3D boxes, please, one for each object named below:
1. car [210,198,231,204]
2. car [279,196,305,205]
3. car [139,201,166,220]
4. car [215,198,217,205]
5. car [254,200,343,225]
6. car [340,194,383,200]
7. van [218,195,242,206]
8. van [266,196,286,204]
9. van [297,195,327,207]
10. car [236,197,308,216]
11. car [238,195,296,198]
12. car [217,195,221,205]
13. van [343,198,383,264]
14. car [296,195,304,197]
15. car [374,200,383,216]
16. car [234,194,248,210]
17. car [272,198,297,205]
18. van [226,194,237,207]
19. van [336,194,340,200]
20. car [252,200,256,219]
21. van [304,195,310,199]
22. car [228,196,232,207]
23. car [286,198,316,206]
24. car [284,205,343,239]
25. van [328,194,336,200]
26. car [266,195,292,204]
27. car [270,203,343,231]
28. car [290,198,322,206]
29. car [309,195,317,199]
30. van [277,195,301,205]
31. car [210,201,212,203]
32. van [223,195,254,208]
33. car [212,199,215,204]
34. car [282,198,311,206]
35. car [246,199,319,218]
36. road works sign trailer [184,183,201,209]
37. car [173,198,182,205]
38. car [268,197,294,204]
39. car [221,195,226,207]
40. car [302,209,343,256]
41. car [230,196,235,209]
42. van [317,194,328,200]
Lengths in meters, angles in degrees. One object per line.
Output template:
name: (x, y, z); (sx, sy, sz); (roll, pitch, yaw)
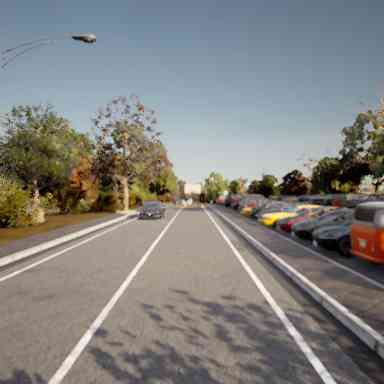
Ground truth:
car: (7.201, 2.248, 84.571); (5.366, 1.575, 1.946); (0, -1, 0)
car: (20.348, 1.776, 67.669); (4.553, 1.767, 2.185); (0, -1, 0)
car: (-3.284, 1.515, 28.247); (1.837, 1.490, 4.892); (0, 0, 0)
car: (7.278, 1.812, 62.380); (5.008, 1.535, 2.097); (0, -1, 0)
car: (6.872, 1.495, 20.761); (5.366, 1.575, 1.946); (0, 0, 0)
car: (20.195, 1.266, 37.343); (5.566, 2.045, 2.435); (0, 0, 0)
van: (7.403, 1.635, 65.159); (4.442, 1.987, 1.878); (0, -1, 0)
van: (20.569, 1.945, 81.636); (4.442, 1.987, 1.878); (0, -1, 0)
van: (20.439, 1.481, 56.590); (4.442, 1.987, 1.878); (0, -1, 0)
car: (6.915, 1.507, 29.089); (5.366, 1.575, 1.946); (0, 0, 0)
car: (7.084, 1.388, 31.865); (4.553, 1.767, 2.185); (0, 0, 0)
car: (7.214, 1.744, 56.830); (4.792, 1.488, 2.163); (0, -1, 0)
van: (7.117, 1.255, 9.655); (4.442, 1.987, 1.878); (0, 0, 0)
car: (20.123, 1.655, 53.817); (5.366, 1.575, 1.946); (0, -1, 0)
car: (20.192, 1.549, 31.676); (4.674, 1.452, 2.002); (0, 0, 0)
car: (7.098, 1.393, 34.641); (4.553, 1.767, 2.185); (0, 0, 0)
car: (20.402, 2.000, 73.206); (4.892, 1.521, 2.231); (0, -1, 0)
van: (7.055, 1.305, 42.970); (4.442, 1.987, 1.878); (0, 0, 0)
van: (20.354, 1.296, 40.112); (4.442, 1.987, 1.878); (0, 0, 0)
car: (7.078, 1.503, 23.536); (4.892, 1.521, 2.231); (0, 0, 0)
van: (20.177, 1.384, 51.053); (4.442, 1.987, 1.878); (0, -1, 0)
car: (7.160, 1.566, 40.193); (4.674, 1.452, 2.002); (0, 0, 0)
car: (20.346, 1.804, 62.126); (5.008, 1.535, 2.097); (0, -1, 0)
car: (7.000, 1.519, 15.208); (4.792, 1.488, 2.163); (0, 0, 0)
van: (20.367, 1.300, 42.757); (4.442, 1.987, 1.878); (0, 0, 0)
car: (20.464, 1.852, 78.746); (5.566, 2.045, 2.435); (0, -1, 0)
car: (7.014, 1.523, 17.984); (4.792, 1.488, 2.163); (0, 0, 0)
car: (20.331, 1.756, 59.356); (4.892, 1.521, 2.231); (0, -1, 0)
car: (20.285, 1.561, 48.278); (5.008, 1.535, 2.097); (0, -1, 0)
van: (20.510, 1.724, 70.439); (4.442, 1.987, 1.878); (0, -1, 0)
car: (7.301, 1.756, 73.488); (5.566, 2.045, 2.435); (0, -1, 0)
van: (7.098, 1.391, 51.282); (4.442, 1.987, 1.878); (0, -1, 0)
car: (7.345, 1.988, 70.706); (4.792, 1.488, 2.163); (0, -1, 0)
car: (20.361, 1.855, 65.021); (5.008, 1.535, 2.097); (0, -1, 0)
car: (7.080, 1.507, 26.312); (4.892, 1.521, 2.231); (0, 0, 0)
road works sign trailer: (0.107, 0.579, 46.118); (2.380, 3.560, 2.880); (0, -1, -1)
car: (-3.013, 1.986, 70.634); (2.128, 1.511, 4.902); (0, -1, 0)
car: (20.237, 2.046, 75.974); (5.366, 1.575, 1.946); (0, -1, 0)
car: (7.215, 1.283, 45.746); (5.566, 2.045, 2.435); (0, 0, 0)
car: (6.986, 1.515, 12.432); (4.792, 1.488, 2.163); (0, 0, 0)
car: (7.138, 1.522, 37.417); (5.008, 1.535, 2.097); (0, 0, 0)
van: (20.149, 1.304, 45.662); (4.442, 1.987, 1.878); (0, -1, 0)
